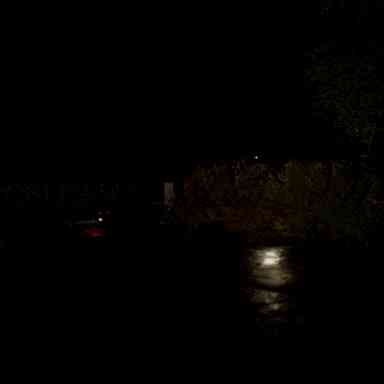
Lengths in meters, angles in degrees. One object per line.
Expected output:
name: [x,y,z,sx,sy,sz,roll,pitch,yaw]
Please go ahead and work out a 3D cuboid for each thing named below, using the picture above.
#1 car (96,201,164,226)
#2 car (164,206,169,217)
car: [-4.610,1.601,24.266,1.837,1.490,4.892,-1,-1,40]
car: [-3.866,1.629,30.850,2.128,1.511,4.902,0,0,41]
